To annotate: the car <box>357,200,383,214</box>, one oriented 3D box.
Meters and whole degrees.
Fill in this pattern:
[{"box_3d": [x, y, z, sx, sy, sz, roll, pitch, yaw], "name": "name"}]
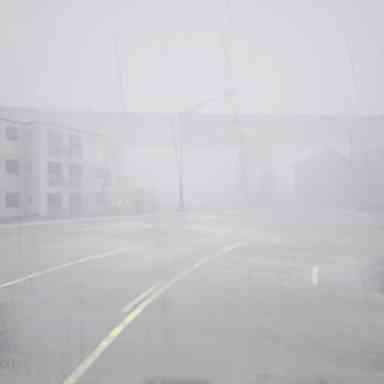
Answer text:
[{"box_3d": [20.487, 1.554, 35.985, 5.008, 1.535, 1.882, 0, 0, -7], "name": "car"}]
